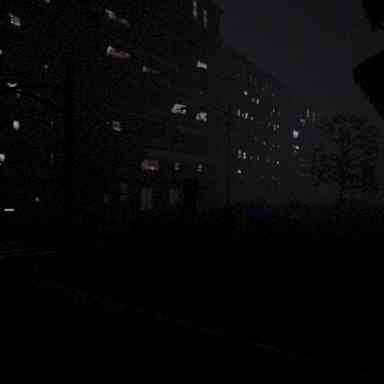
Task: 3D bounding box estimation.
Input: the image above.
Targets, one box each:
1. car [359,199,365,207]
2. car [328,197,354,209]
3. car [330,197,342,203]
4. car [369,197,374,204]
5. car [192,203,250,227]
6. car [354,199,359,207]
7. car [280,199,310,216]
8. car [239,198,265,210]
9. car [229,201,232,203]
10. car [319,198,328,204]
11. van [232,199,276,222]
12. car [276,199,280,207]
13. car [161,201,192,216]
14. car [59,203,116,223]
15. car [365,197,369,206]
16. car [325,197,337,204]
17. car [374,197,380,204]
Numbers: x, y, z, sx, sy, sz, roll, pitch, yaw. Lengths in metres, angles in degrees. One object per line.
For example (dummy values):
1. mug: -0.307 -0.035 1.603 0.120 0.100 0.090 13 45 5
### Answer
1. car: 31.697 2.067 64.807 1.967 1.590 4.097 1 0 36
2. car: 25.149 1.853 55.887 2.192 1.841 5.009 1 0 36
3. car: 37.948 2.157 87.475 1.752 1.417 4.829 1 0 36
4. car: 38.246 2.266 73.727 2.008 1.369 4.403 1 0 36
5. car: 2.218 1.784 24.668 1.947 1.339 4.313 1 0 36
6. car: 28.420 2.165 60.346 1.802 1.307 4.206 1 0 36
7. car: 12.046 1.797 38.048 1.967 1.590 4.097 1 0 36
8. car: 8.572 1.674 47.474 1.967 1.590 4.097 1 0 36
9. car: 5.296 1.770 43.014 1.802 1.307 4.206 1 0 36
10. car: 31.497 2.112 78.692 1.947 1.339 4.313 1 0 36
11. van: 5.497 1.605 29.127 1.690 1.788 3.998 1 0 36
12. car: 15.121 1.906 56.394 1.802 1.307 4.206 1 0 36
13. car: -1.254 1.640 34.094 1.887 1.381 4.507 1 0 36
14. car: -7.805 1.553 25.174 2.008 1.369 4.403 1 0 36
15. car: 34.971 2.216 69.266 1.887 1.381 4.507 1 0 36
16. car: 34.775 2.030 83.153 1.967 1.590 4.097 1 0 36
17. car: 44.801 2.117 82.646 2.192 1.841 5.009 1 0 36
